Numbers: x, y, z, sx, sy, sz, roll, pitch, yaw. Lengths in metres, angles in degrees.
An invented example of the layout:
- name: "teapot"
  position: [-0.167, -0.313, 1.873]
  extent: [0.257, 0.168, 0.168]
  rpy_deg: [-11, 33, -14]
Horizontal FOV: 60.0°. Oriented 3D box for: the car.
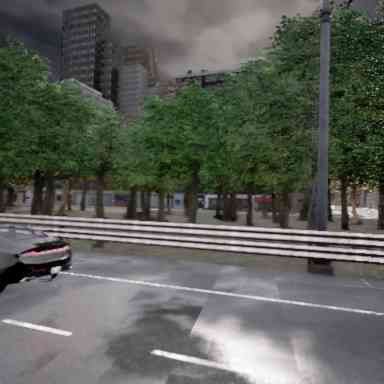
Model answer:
- name: "car"
  position: [-5.449, 1.570, 8.685]
  extent: [4.902, 1.511, 2.128]
  rpy_deg: [1, -2, 21]
